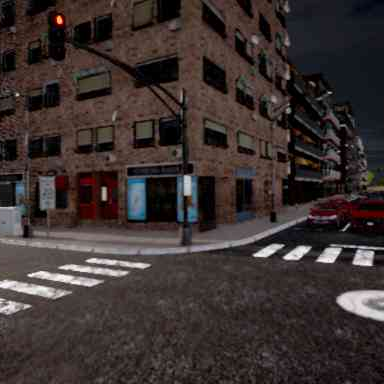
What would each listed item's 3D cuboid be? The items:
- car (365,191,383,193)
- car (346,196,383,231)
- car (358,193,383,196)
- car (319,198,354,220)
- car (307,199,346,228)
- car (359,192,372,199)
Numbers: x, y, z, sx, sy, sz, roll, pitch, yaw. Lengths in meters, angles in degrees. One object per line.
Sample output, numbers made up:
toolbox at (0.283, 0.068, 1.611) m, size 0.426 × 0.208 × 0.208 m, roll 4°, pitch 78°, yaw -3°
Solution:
car at (22.364, 0.741, 39.886) m, size 2.097 × 1.767 × 4.553 m, roll -1°, pitch 1°, yaw 30°
car at (9.683, 1.203, 17.896) m, size 1.882 × 1.535 × 5.008 m, roll -1°, pitch 0°, yaw 30°
car at (14.736, 1.084, 26.674) m, size 2.128 × 1.511 × 4.902 m, roll -1°, pitch 0°, yaw 30°
car at (10.852, 1.204, 24.815) m, size 1.887 × 1.381 × 4.507 m, roll -1°, pitch 0°, yaw 30°
car at (8.066, 1.315, 19.972) m, size 1.802 × 1.307 × 4.206 m, roll -1°, pitch 0°, yaw 30°
car at (33.165, 0.623, 63.589) m, size 1.947 × 1.339 × 4.313 m, roll -1°, pitch 0°, yaw 30°
